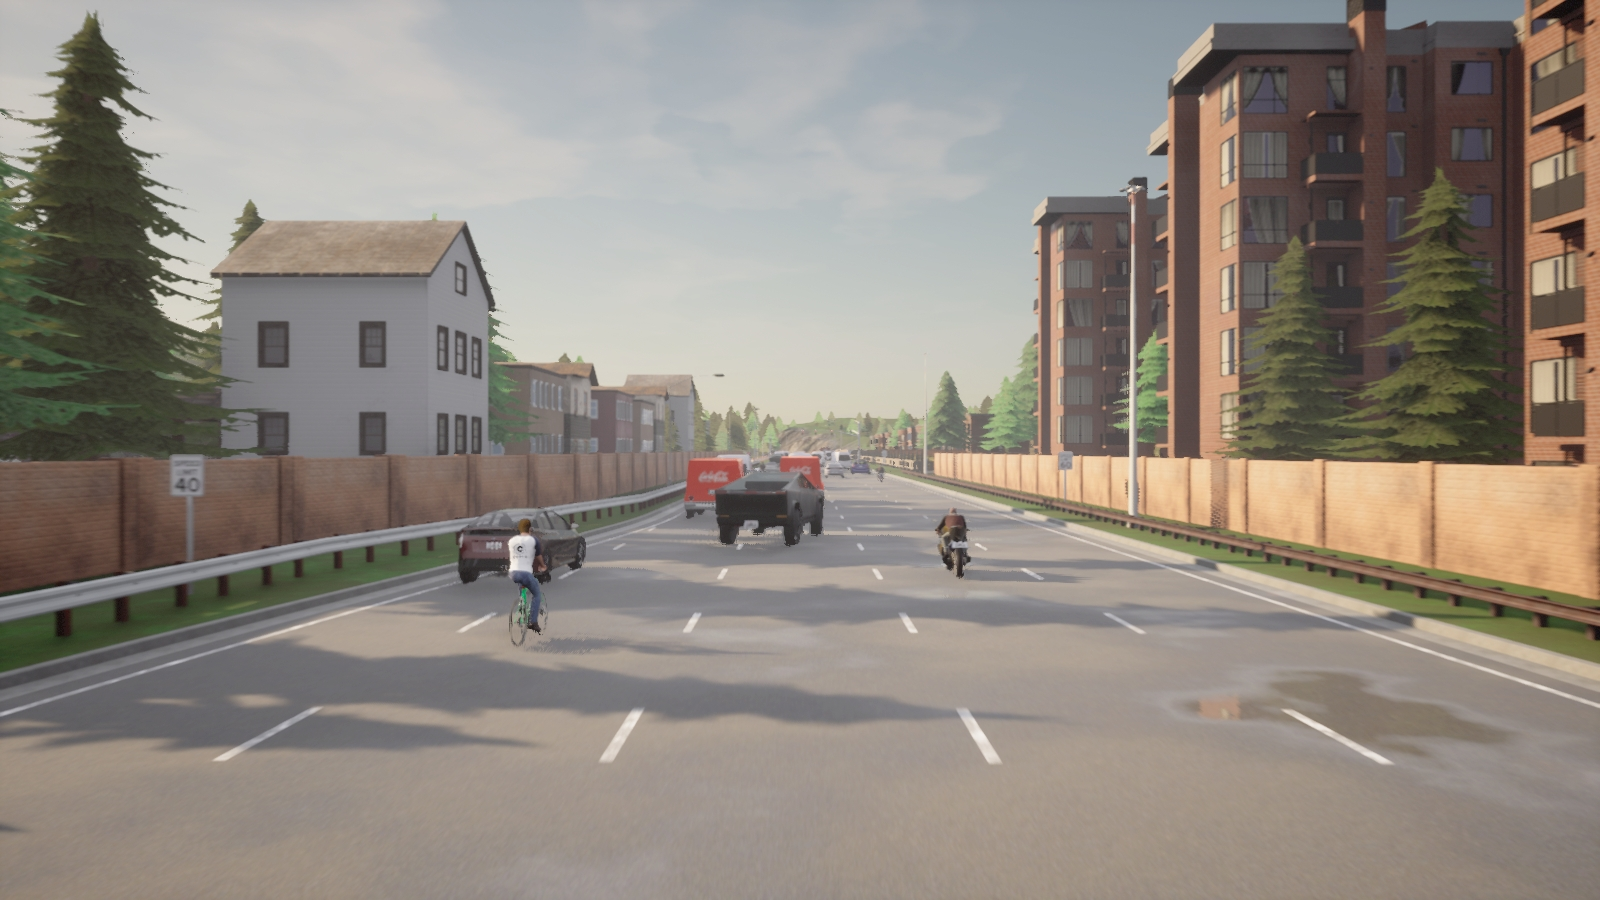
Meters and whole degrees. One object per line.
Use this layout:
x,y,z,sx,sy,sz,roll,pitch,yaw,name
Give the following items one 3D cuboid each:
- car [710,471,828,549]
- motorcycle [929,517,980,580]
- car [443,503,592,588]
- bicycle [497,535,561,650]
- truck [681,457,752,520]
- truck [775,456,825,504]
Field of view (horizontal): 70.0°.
-0.822,1.753,35.517,2.390,2.098,6.274,0,0,11,car
3.493,2.205,26.000,0.867,1.251,2.209,0,0,0,motorcycle
-6.149,2.040,25.465,2.007,1.525,4.514,0,0,3,car
-3.969,2.056,16.802,0.373,1.496,1.643,-1,-1,6,bicycle
-3.496,1.572,48.823,2.627,2.467,5.204,0,0,0,truck
0.006,1.571,62.666,2.627,2.467,5.204,0,0,0,truck
